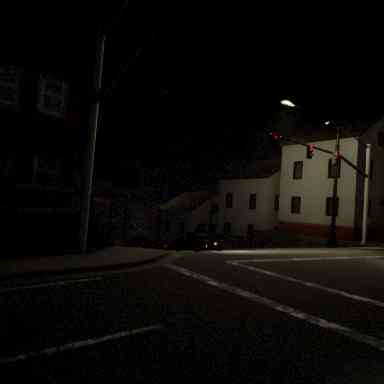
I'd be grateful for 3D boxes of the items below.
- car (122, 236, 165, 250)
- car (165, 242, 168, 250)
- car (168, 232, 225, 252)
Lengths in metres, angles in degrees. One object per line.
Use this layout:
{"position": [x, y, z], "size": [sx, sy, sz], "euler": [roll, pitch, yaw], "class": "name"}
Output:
{"position": [-4.813, 4.812, 30.839], "size": [1.882, 1.535, 5.008], "euler": [6, -15, -35], "class": "car"}
{"position": [-3.957, 6.004, 35.804], "size": [1.994, 1.385, 4.181], "euler": [6, -18, -36], "class": "car"}
{"position": [0.405, 3.529, 23.630], "size": [1.994, 1.385, 4.181], "euler": [6, -12, -35], "class": "car"}
